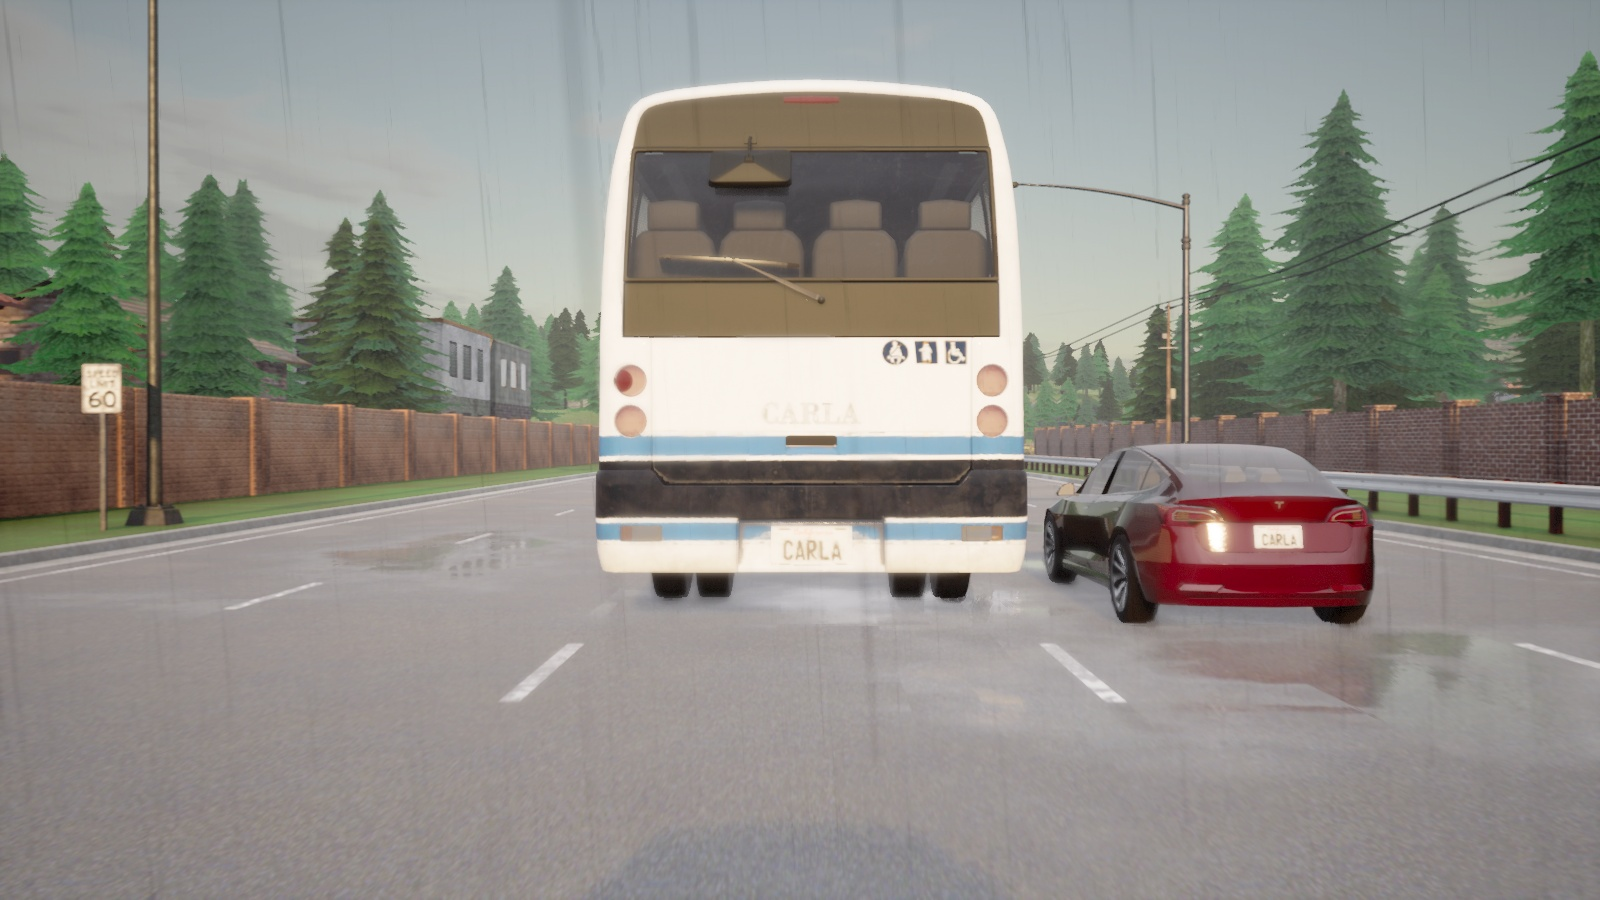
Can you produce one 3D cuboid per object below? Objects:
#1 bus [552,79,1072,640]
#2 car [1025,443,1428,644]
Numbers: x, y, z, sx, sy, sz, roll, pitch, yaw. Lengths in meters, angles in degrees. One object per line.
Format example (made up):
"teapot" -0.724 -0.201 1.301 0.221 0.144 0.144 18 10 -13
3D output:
"bus" 0.124 -0.712 14.667 3.944 4.253 10.273 0 0 0
"car" 3.601 0.683 11.732 2.163 1.488 4.792 0 0 0
